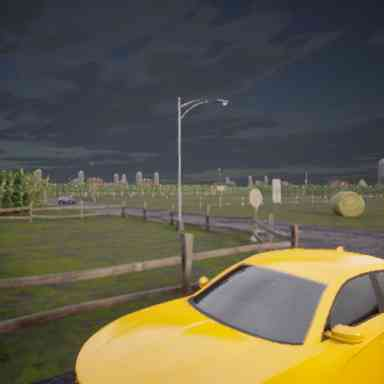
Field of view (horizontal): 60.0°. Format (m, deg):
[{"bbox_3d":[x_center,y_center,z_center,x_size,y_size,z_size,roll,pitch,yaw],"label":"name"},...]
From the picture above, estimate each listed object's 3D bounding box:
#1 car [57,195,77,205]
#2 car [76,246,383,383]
[{"bbox_3d":[-18.823,1.200,49.900,1.994,1.385,4.181,-1,1,-36],"label":"car"},{"bbox_3d":[1.249,1.475,3.837,5.008,1.535,1.882,0,0,-35],"label":"car"}]
